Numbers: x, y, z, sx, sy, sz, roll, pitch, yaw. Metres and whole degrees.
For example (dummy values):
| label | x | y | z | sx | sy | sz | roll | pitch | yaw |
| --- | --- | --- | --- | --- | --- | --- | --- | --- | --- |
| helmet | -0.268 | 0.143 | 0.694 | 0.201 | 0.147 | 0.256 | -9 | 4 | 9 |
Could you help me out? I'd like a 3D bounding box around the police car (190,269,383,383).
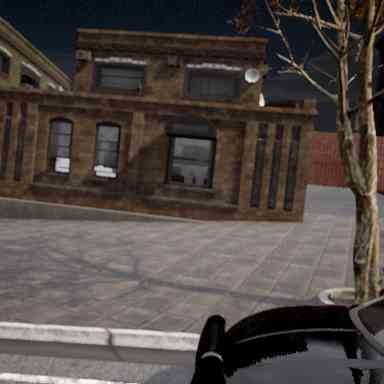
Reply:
| label | x | y | z | sx | sy | sz | roll | pitch | yaw |
| --- | --- | --- | --- | --- | --- | --- | --- | --- | --- |
| police car | 2.577 | 1.423 | 2.682 | 5.238 | 1.638 | 1.930 | 0 | 0 | 7 |
